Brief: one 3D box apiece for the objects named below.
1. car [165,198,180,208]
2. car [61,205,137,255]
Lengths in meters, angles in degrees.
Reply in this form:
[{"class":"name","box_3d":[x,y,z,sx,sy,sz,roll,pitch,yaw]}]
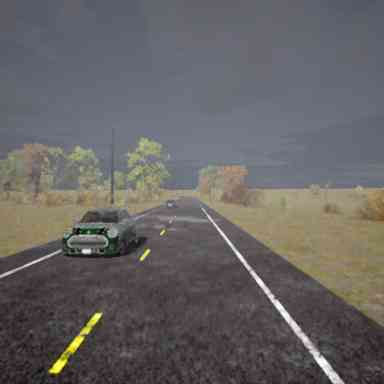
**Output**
[{"class":"car","box_3d":[-3.564,1.994,56.921,1.812,1.442,4.674,0,0,0]},{"class":"car","box_3d":[-3.605,1.463,13.666,2.097,1.767,4.553,0,0,0]}]
